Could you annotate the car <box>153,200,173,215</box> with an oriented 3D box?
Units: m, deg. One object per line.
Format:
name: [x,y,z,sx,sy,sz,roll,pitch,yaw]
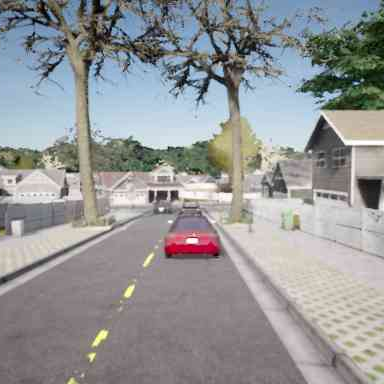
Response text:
car: [-3.048,1.574,35.352,2.128,1.511,4.902,0,0,0]

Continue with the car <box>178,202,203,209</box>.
car: [-0.110,1.542,27.412,2.128,1.511,4.902,0,0,0]

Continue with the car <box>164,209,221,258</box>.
car: [-0.006,1.570,12.853,1.994,1.385,4.181,0,0,0]
